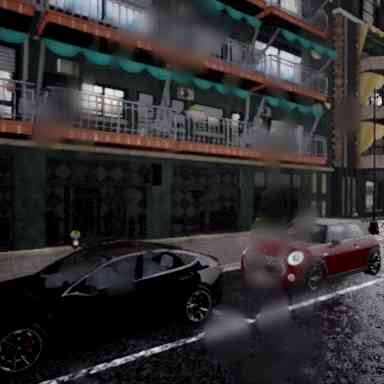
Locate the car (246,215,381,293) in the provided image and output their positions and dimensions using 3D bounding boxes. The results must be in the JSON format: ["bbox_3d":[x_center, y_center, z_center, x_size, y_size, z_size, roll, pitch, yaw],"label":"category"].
[{"bbox_3d":[3.216,1.455,8.850,4.097,1.590,1.967,0,0,-36],"label":"car"}]

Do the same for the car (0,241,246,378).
[{"bbox_3d":[-1.392,1.570,5.561,4.313,1.339,1.947,0,0,-36],"label":"car"}]
